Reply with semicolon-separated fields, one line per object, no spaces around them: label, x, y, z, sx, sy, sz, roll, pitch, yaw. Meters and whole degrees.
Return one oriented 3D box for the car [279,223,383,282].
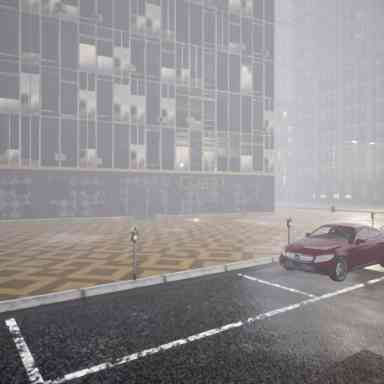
car;4.361;1.579;9.684;4.206;1.307;1.802;0;0;-36
